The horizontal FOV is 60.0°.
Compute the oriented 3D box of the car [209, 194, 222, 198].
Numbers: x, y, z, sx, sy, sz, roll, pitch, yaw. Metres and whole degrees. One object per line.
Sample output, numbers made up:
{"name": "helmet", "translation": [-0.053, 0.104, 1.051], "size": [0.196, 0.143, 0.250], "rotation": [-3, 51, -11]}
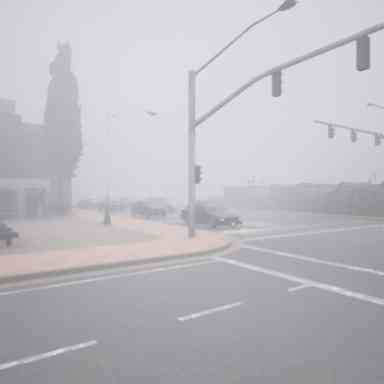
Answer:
{"name": "car", "translation": [4.882, 1.230, 63.704], "size": [3.866, 1.878, 1.905], "rotation": [0, 0, -34]}

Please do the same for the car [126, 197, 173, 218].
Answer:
{"name": "car", "translation": [-4.057, 1.505, 30.623], "size": [1.882, 1.535, 5.008], "rotation": [0, 0, -33]}

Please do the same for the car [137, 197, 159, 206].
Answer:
{"name": "car", "translation": [-7.316, 1.614, 55.444], "size": [1.994, 1.385, 4.181], "rotation": [0, 0, -33]}

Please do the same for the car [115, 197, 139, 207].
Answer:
{"name": "car", "translation": [-10.602, 1.536, 54.078], "size": [2.128, 1.511, 4.902], "rotation": [0, 0, -33]}

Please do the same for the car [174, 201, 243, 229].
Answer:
{"name": "car", "translation": [1.123, 1.573, 22.495], "size": [2.033, 1.411, 5.357], "rotation": [0, 0, -31]}

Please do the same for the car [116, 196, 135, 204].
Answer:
{"name": "car", "translation": [-12.728, 1.530, 63.775], "size": [1.882, 1.535, 5.008], "rotation": [0, 0, -33]}

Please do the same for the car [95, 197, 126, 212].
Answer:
{"name": "car", "translation": [-9.502, 1.631, 39.082], "size": [1.895, 1.301, 4.718], "rotation": [0, 0, -33]}

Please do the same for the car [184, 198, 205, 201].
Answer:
{"name": "car", "translation": [1.325, 1.523, 28.723], "size": [2.128, 1.511, 4.902], "rotation": [0, 0, -33]}

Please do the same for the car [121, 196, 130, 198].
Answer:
{"name": "car", "translation": [-9.005, 1.637, 44.793], "size": [1.895, 1.301, 4.718], "rotation": [0, 0, -33]}

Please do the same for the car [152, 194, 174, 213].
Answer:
{"name": "car", "translation": [-3.655, 1.386, 36.464], "size": [2.097, 1.767, 4.553], "rotation": [0, 0, -33]}

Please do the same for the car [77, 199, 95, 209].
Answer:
{"name": "car", "translation": [-14.904, 1.633, 47.535], "size": [1.895, 1.301, 4.718], "rotation": [0, 0, -32]}

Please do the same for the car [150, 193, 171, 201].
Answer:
{"name": "car", "translation": [-7.776, 1.231, 82.327], "size": [4.605, 1.855, 1.932], "rotation": [0, 0, -34]}

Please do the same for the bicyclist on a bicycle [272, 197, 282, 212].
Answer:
{"name": "bicyclist on a bicycle", "translation": [9.317, 1.312, 36.505], "size": [1.656, 1.620, 0.582], "rotation": [-6, 3, -33]}
